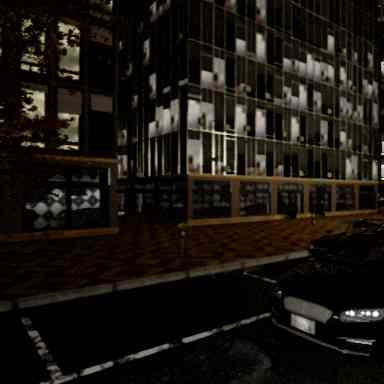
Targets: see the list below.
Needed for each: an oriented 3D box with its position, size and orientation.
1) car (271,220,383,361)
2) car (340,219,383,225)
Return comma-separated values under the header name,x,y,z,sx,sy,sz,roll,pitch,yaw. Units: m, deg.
name,x,y,z,sx,sy,sz,roll,pitch,yaw
car,3.465,1.489,5.851,4.902,1.511,2.128,0,0,-36
car,5.473,1.547,10.462,4.403,1.369,2.008,0,0,-36
